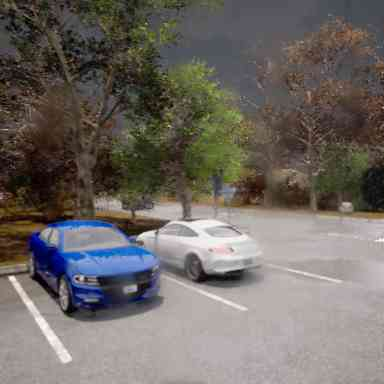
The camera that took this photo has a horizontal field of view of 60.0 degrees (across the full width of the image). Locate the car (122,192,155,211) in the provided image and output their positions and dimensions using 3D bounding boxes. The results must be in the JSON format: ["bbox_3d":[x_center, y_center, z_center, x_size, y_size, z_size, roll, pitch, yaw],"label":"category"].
[{"bbox_3d":[-5.702,1.117,34.881,1.837,1.490,4.892,-4,4,-36],"label":"car"}]

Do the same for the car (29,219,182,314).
[{"bbox_3d":[-2.556,1.470,7.992,2.097,1.535,5.008,0,0,-36],"label":"car"}]

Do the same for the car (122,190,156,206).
[{"bbox_3d":[-6.619,0.678,41.494,2.097,1.767,4.553,-4,3,-39],"label":"car"}]

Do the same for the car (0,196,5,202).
[{"bbox_3d":[-23.512,0.802,42.879,4.674,1.442,1.812,0,0,-27],"label":"car"}]

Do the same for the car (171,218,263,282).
[{"bbox_3d":[0.012,1.499,9.814,2.002,1.452,4.674,0,0,-36],"label":"car"}]
